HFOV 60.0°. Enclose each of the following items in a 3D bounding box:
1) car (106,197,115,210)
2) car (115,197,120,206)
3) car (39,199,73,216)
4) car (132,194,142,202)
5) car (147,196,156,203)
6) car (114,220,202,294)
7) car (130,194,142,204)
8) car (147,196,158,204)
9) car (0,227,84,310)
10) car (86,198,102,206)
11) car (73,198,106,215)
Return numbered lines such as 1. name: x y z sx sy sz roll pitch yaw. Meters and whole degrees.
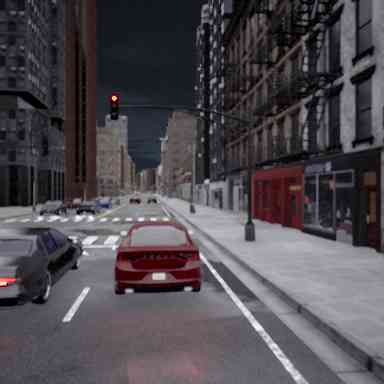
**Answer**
1. car: -12.096 1.565 45.582 1.882 1.535 5.008 0 0 -7
2. car: -13.575 1.603 57.851 2.128 1.511 4.902 0 0 -6
3. car: -13.940 1.569 33.839 1.837 1.490 4.892 0 0 -7
4. car: -12.402 1.332 75.302 2.097 1.767 4.553 0 0 -7
5. car: -9.179 1.684 75.722 2.033 1.411 5.357 0 0 -7
6. car: -0.916 1.491 8.908 1.882 1.535 5.008 0 0 -6
7. car: -11.132 1.603 64.990 1.882 1.535 5.008 0 0 -7
8. car: -7.812 1.629 65.433 1.837 1.490 4.892 0 0 -7
9. car: -4.013 1.560 8.006 2.033 1.411 5.357 0 0 -7
10. car: -16.721 1.713 56.770 1.895 1.301 4.718 0 0 -6
11. car: -10.836 1.613 35.206 2.033 1.411 5.357 0 0 -7
